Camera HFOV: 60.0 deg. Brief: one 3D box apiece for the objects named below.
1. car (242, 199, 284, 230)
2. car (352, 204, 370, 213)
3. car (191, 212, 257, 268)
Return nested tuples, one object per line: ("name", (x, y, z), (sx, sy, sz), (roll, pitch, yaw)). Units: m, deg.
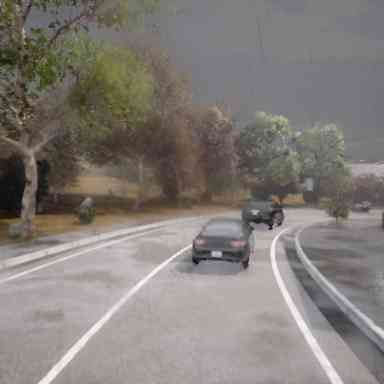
("car", (5.301, 1.536, 24.499), (2.150, 2.045, 5.566), (2, 0, 25))
("car", (28.255, 2.769, 56.210), (5.008, 1.535, 1.882), (3, 2, -40))
("car", (1.217, 1.650, 11.874), (1.812, 1.442, 4.674), (1, 0, 13))
